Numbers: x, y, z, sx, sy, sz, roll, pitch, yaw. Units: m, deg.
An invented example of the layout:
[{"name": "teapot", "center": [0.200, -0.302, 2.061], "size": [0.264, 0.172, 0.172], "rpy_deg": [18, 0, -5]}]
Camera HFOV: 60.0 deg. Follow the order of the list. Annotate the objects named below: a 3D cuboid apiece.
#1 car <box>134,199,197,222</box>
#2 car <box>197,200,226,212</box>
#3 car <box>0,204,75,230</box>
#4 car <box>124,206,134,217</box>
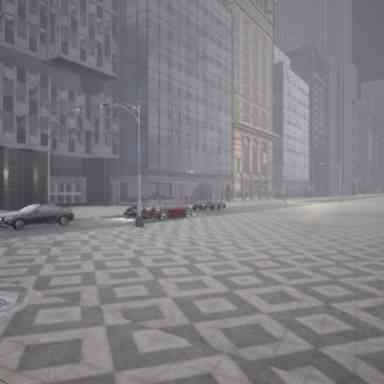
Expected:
[{"name": "car", "center": [-1.966, 1.297, 26.282], "size": [2.097, 1.767, 4.553], "rpy_deg": [0, 0, 36]}, {"name": "car", "center": [1.875, 1.526, 37.144], "size": [1.895, 1.301, 4.718], "rpy_deg": [0, 0, 36]}, {"name": "car", "center": [-9.689, 1.470, 20.906], "size": [1.812, 1.442, 4.674], "rpy_deg": [0, 0, 37]}, {"name": "car", "center": [-3.893, 1.503, 29.032], "size": [1.994, 1.385, 4.181], "rpy_deg": [0, 0, 37]}]
